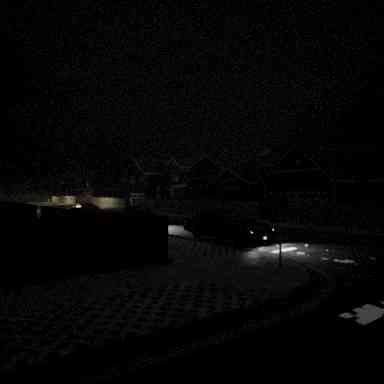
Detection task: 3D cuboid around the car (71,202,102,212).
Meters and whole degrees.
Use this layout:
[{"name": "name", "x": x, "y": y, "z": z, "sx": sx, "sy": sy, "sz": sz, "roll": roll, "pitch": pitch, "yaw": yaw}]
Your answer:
[{"name": "car", "x": -11.000, "y": 1.780, "z": 34.455, "sx": 2.033, "sy": 1.411, "sz": 5.357, "roll": -1, "pitch": 1, "yaw": -36}]

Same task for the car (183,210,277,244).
[{"name": "car", "x": 1.663, "y": 1.661, "z": 16.840, "sx": 2.033, "sy": 1.411, "sz": 5.357, "roll": -1, "pitch": 0, "yaw": -36}]

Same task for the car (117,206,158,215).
[{"name": "car", "x": -4.130, "y": 1.739, "z": 24.908, "sx": 1.994, "sy": 1.385, "sz": 4.181, "roll": -1, "pitch": 1, "yaw": -35}]
